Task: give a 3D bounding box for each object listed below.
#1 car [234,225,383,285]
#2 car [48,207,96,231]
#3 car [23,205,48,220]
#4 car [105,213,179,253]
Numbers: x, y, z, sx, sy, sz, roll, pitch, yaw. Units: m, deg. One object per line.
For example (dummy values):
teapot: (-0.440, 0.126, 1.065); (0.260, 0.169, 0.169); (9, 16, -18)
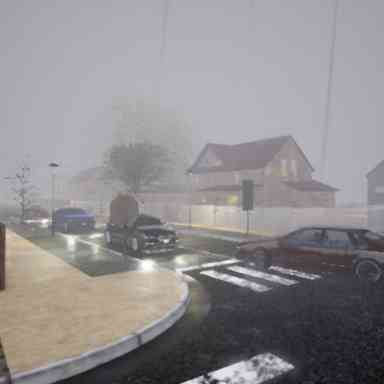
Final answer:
car: (4.003, 1.718, 10.085); (5.357, 1.411, 2.033); (-1, 0, 37)
car: (-8.418, 1.829, 23.550); (1.882, 1.535, 5.008); (0, -1, -36)
car: (-16.204, 2.053, 34.386); (1.994, 1.385, 4.181); (0, -1, -36)
car: (-2.442, 1.751, 15.246); (1.837, 1.490, 4.892); (0, -1, -36)
